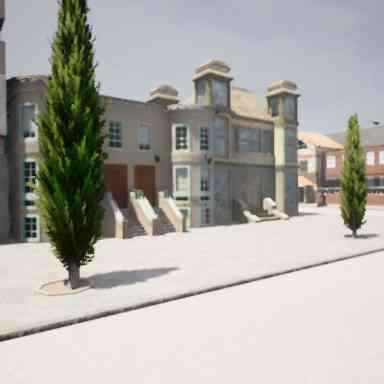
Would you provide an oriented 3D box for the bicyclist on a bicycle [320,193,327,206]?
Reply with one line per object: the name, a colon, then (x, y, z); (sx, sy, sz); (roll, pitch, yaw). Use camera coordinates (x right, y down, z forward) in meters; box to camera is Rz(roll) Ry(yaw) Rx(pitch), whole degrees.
bicyclist on a bicycle: (16.044, 0.930, 40.712); (1.656, 1.620, 0.582); (-1, 1, -35)
